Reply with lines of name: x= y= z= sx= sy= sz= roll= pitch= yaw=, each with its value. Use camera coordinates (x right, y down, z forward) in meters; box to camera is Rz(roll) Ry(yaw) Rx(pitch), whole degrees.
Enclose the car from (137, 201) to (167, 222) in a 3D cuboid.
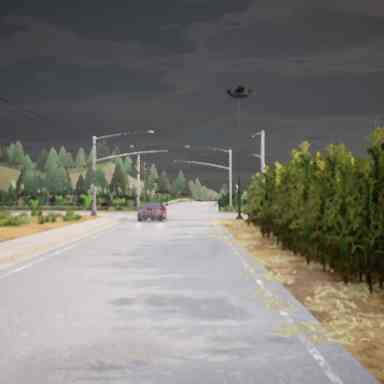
car: x=-3.416 y=1.622 z=29.068 sx=2.097 sy=1.767 sz=4.553 roll=0 pitch=0 yaw=1
